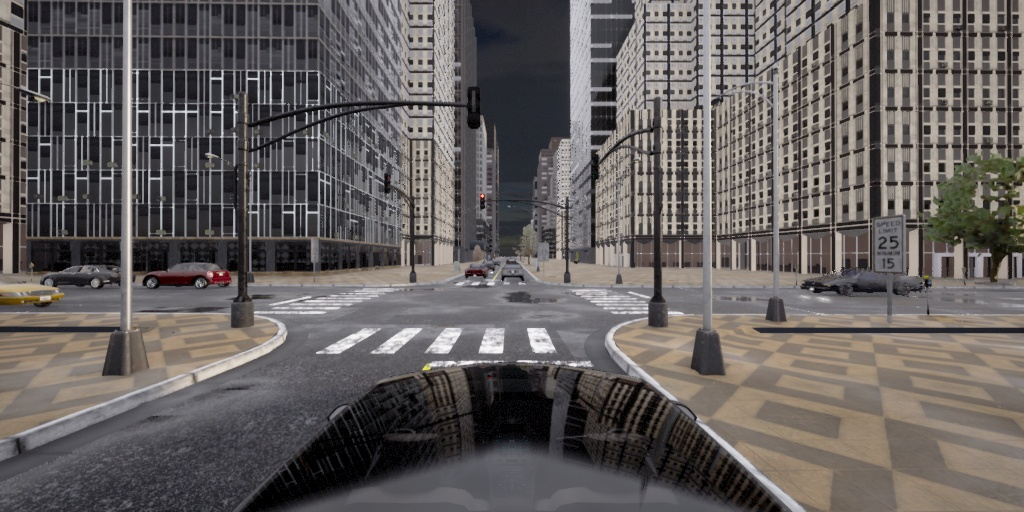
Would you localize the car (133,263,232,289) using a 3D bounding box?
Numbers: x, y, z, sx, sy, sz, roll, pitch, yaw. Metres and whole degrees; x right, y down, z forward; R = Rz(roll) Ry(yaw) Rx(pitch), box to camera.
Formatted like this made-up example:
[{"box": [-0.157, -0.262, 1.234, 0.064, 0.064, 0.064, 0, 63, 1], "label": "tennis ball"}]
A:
[{"box": [-19.251, 1.111, 21.273, 4.097, 1.591, 1.967, 0, 0, -1], "label": "car"}]

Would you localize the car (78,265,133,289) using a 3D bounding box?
[{"box": [-24.927, 1.189, 21.138, 4.403, 1.370, 2.007, 0, 0, -1], "label": "car"}]

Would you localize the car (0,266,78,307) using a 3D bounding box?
[{"box": [-18.922, 1.165, 12.639, 4.829, 1.417, 1.751, 0, 0, -1], "label": "car"}]

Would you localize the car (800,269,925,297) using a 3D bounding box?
[{"box": [18.723, 1.396, 19.257, 5.357, 1.411, 2.033, 0, 0, -1], "label": "car"}]

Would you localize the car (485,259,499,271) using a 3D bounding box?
[{"box": [-3.195, 1.293, 47.917, 2.033, 1.411, 5.357, 0, 0, 0], "label": "car"}]

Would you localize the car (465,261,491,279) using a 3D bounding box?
[{"box": [-3.154, 1.349, 32.374, 1.895, 1.301, 4.718, 0, 0, -1], "label": "car"}]

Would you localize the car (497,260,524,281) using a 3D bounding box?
[{"box": [0.042, 1.295, 30.464, 2.033, 1.411, 5.357, 0, 0, 0], "label": "car"}]
